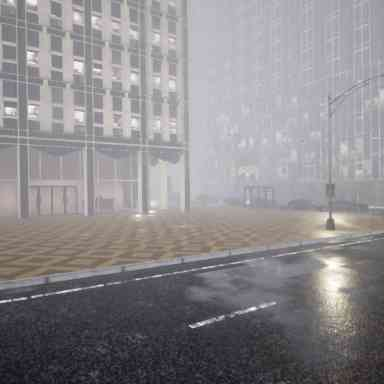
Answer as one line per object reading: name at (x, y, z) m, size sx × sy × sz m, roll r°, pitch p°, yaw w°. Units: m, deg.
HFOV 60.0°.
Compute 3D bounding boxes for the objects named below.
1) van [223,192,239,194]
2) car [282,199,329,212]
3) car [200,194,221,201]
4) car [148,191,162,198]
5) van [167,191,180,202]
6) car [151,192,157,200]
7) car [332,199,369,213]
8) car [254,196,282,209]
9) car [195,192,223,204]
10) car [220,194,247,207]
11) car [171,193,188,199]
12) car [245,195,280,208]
van at (6.726, 0.854, 59.908) m, size 1.690 × 1.788 × 3.998 m, roll -1°, pitch 1°, yaw -34°
car at (12.486, 1.422, 36.331) m, size 1.947 × 1.339 × 4.313 m, roll -1°, pitch 1°, yaw -34°
car at (3.528, 1.042, 64.609) m, size 1.802 × 1.307 × 4.206 m, roll -1°, pitch 1°, yaw -34°
car at (-9.267, 0.685, 83.399) m, size 1.967 × 1.590 × 4.097 m, roll 0°, pitch 1°, yaw -34°
van at (-3.399, 0.936, 59.892) m, size 1.690 × 1.788 × 3.998 m, roll 0°, pitch 1°, yaw -34°
car at (-9.797, 1.038, 69.290) m, size 2.008 × 1.369 × 4.403 m, roll 0°, pitch 1°, yaw -34°
car at (16.433, 1.404, 35.351) m, size 1.994 × 1.385 × 4.181 m, roll -1°, pitch 1°, yaw -34°
car at (9.302, 1.387, 41.041) m, size 1.802 × 1.307 × 4.206 m, roll -1°, pitch 1°, yaw -34°
car at (2.472, 1.117, 55.904) m, size 1.837 × 1.490 × 4.892 m, roll -1°, pitch 2°, yaw -34°
car at (6.152, 1.318, 45.771) m, size 1.947 × 1.339 × 4.313 m, roll -1°, pitch 1°, yaw -34°
car at (-2.869, 0.935, 74.006) m, size 1.802 × 1.307 × 4.206 m, roll 0°, pitch 1°, yaw -34°
car at (9.575, 1.255, 45.428) m, size 1.812 × 1.442 × 4.674 m, roll -1°, pitch 1°, yaw -34°
